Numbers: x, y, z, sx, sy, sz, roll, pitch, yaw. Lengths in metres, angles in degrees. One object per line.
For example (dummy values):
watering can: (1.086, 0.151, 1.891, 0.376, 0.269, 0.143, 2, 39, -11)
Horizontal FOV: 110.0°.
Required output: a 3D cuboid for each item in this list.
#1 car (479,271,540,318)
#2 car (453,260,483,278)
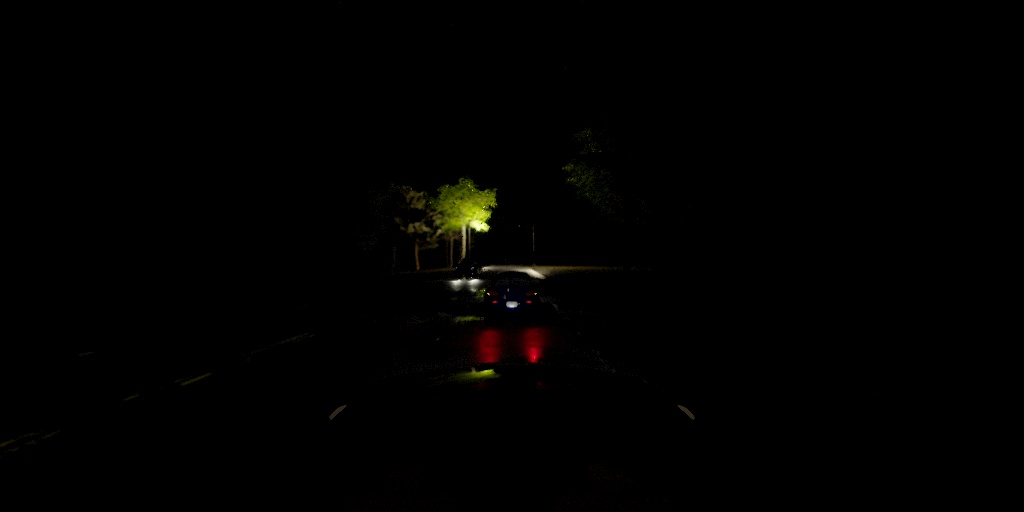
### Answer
car: (0.000, 1.290, 13.019, 1.812, 1.442, 4.674, 0, 0, 0)
car: (-4.174, 1.187, 34.668, 2.097, 1.767, 4.553, 0, 0, 6)
